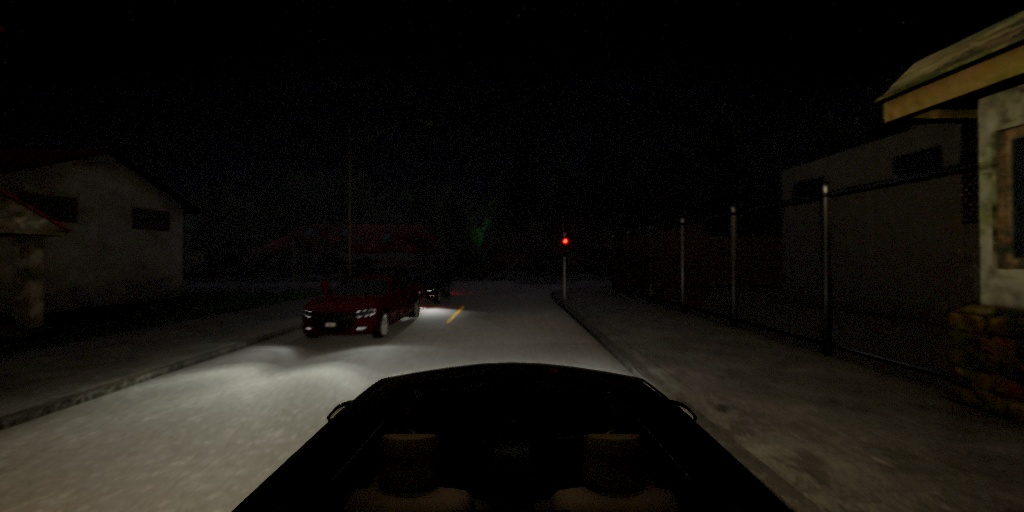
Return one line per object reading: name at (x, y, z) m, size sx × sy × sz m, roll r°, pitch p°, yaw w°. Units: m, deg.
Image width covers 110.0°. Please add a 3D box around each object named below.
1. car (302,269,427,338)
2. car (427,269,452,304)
car at (-4.136, 1.311, 10.664) m, size 1.882 × 1.535 × 5.008 m, roll 0°, pitch 0°, yaw 0°
car at (-4.122, 1.399, 17.396) m, size 1.837 × 1.490 × 4.892 m, roll 0°, pitch 0°, yaw 0°
